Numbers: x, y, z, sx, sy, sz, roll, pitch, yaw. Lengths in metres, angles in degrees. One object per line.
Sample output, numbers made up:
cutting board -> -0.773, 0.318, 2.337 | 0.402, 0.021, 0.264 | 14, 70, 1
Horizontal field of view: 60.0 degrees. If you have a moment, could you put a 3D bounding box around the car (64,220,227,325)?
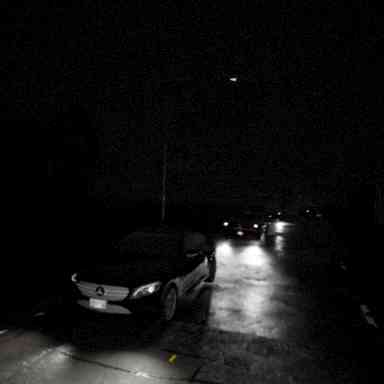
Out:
car -> -0.706, 1.489, 7.341 | 1.812, 1.442, 4.674 | 2, 0, 18

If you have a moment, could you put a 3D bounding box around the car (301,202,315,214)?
car -> 16.934, 2.248, 48.537 | 1.882, 1.535, 5.008 | 2, 0, 20

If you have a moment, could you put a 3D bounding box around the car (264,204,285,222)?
car -> 7.325, 1.797, 30.100 | 1.812, 1.442, 4.674 | 2, 0, 20

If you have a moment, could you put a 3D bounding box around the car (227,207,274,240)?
car -> 3.056, 1.698, 18.072 | 1.895, 1.301, 4.718 | 2, 0, 19

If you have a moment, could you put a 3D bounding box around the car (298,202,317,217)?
car -> 13.529, 2.123, 38.887 | 1.994, 1.385, 4.181 | 2, 0, 19

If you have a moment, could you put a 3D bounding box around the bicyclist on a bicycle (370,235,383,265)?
bicyclist on a bicycle -> 7.006, 1.738, 11.310 | 1.656, 1.620, 0.582 | 3, 0, 19
